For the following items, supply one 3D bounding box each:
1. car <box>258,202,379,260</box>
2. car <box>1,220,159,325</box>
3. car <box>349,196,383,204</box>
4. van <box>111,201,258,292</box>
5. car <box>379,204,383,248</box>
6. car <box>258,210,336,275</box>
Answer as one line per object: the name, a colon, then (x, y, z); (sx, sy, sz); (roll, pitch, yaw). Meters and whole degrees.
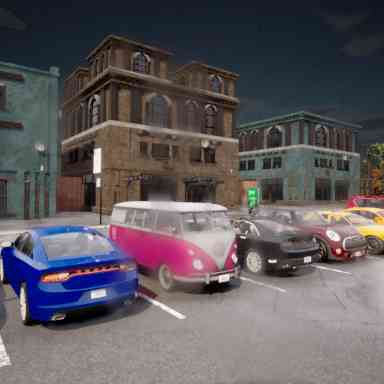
car: (3.935, 1.356, 12.307); (2.185, 1.767, 4.553); (0, 0, -36)
car: (-2.937, 1.480, 7.346); (2.097, 1.535, 5.008); (0, 0, -36)
car: (10.660, 1.230, 17.043); (2.435, 2.045, 5.566); (0, 0, -36)
van: (-0.608, 1.256, 8.875); (1.878, 1.987, 4.442); (0, 0, -36)
car: (8.376, 1.481, 15.451); (2.097, 1.535, 5.008); (0, 0, -36)
car: (1.592, 1.483, 10.584); (2.231, 1.521, 4.892); (0, 0, -36)
